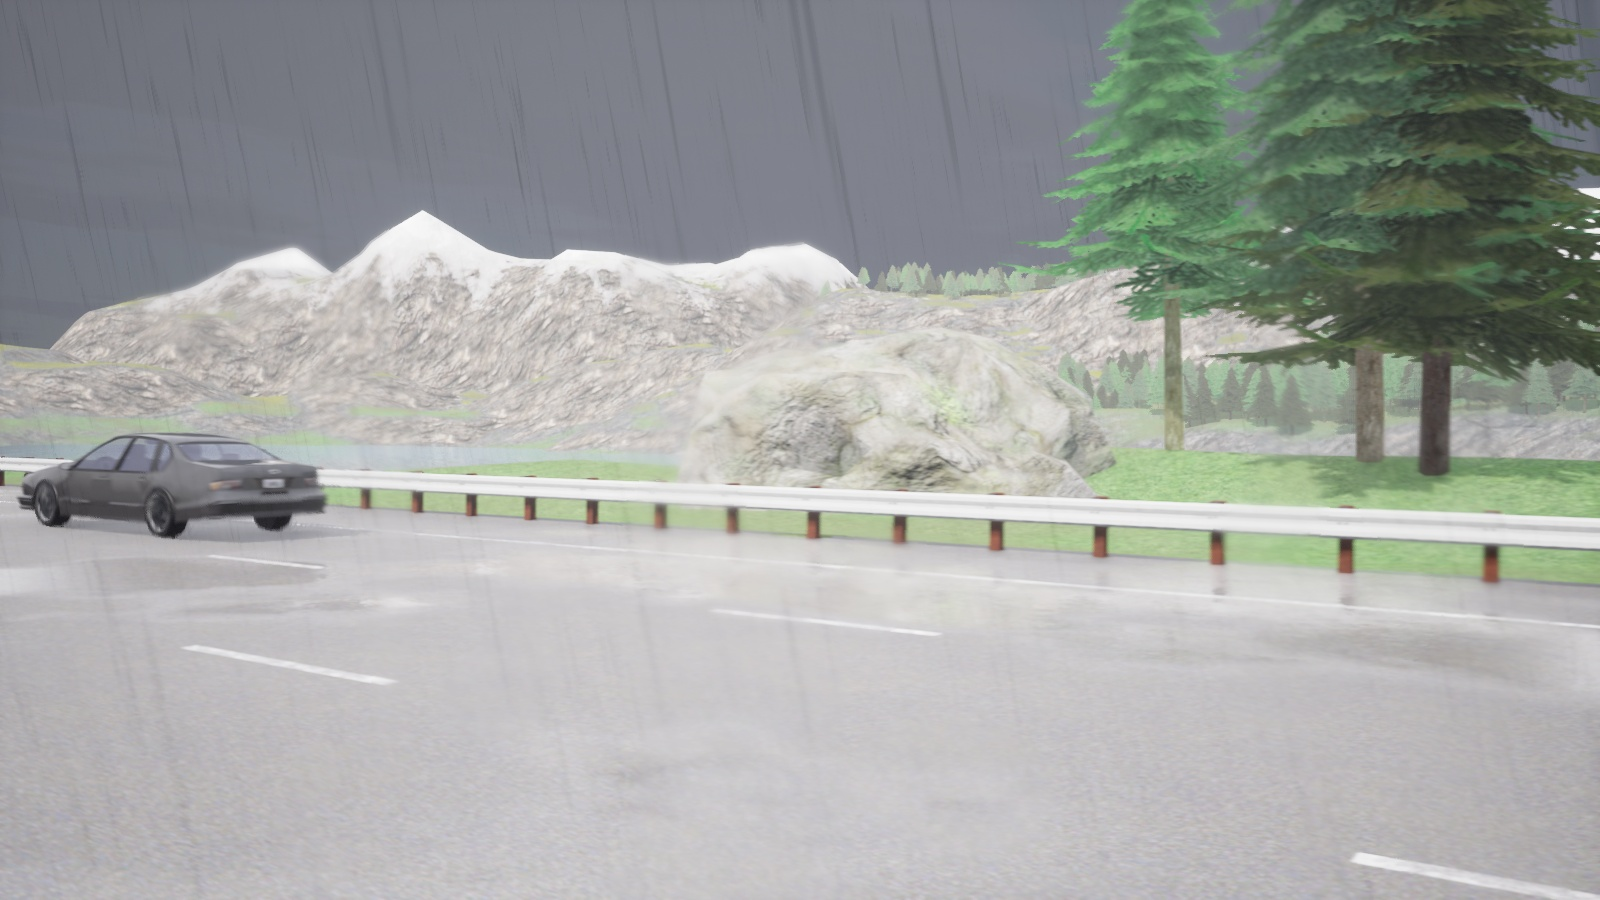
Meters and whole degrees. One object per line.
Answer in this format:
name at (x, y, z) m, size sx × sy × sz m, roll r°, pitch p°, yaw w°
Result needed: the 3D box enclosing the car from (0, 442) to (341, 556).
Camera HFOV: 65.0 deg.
car at (-9.202, 0.614, 18.142) m, size 5.357 × 1.411 × 2.033 m, roll 0°, pitch 1°, yaw 34°
